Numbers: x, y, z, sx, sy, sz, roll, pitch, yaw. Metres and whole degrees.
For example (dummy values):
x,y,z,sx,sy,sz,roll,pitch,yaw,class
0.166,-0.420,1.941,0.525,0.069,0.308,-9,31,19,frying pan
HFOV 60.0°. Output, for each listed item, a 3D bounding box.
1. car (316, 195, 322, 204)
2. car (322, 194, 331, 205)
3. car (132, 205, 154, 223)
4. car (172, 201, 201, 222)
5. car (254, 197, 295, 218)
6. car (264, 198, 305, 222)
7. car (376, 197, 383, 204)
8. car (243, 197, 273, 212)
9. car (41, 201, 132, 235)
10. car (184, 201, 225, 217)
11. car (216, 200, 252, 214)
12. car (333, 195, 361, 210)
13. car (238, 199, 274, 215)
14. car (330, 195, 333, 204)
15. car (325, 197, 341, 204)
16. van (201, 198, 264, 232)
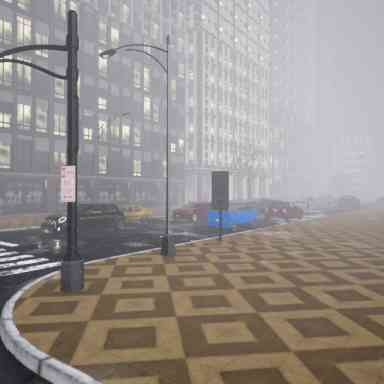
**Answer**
x,y,z,sx,sy,sz,roll,pitch,yaw,class
16.052,1.199,46.729,2.033,1.411,5.357,0,0,38,car
25.015,1.380,62.598,2.192,1.841,5.009,0,0,38,car
-4.827,1.540,23.995,1.752,1.417,4.829,0,0,38,car
0.454,1.500,26.600,1.882,1.535,5.008,0,0,37,car
7.815,1.384,31.353,2.097,1.767,4.553,0,0,38,car
7.524,1.472,26.918,1.967,1.590,4.097,0,0,38,car
38.043,1.658,66.615,1.947,1.339,4.313,0,0,38,car
8.059,1.471,40.543,1.967,1.590,4.097,0,0,38,car
-5.877,1.367,18.369,2.097,1.767,4.553,0,0,38,car
1.277,1.604,31.721,1.802,1.307,4.206,0,0,38,car
4.668,1.571,36.132,1.887,1.381,4.507,0,0,38,car
21.088,1.368,44.561,2.192,1.841,5.009,0,0,38,car
6.791,1.556,34.834,1.812,1.442,4.674,0,0,38,car
23.946,1.552,52.319,2.128,1.511,4.902,0,0,37,car
28.406,1.624,67.008,2.008,1.369,4.403,0,0,38,car
2.565,1.368,20.286,1.690,1.788,3.998,0,0,38,van
